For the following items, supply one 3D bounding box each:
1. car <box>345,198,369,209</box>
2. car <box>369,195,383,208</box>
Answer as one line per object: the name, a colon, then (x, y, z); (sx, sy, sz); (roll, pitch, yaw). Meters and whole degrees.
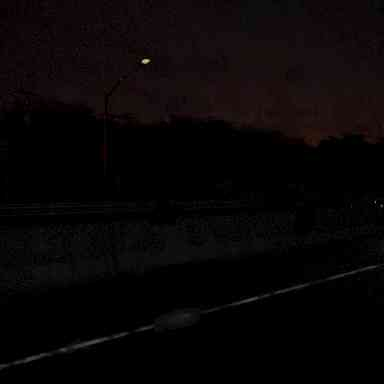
car: (20.238, 1.463, 39.926); (4.181, 1.385, 1.994); (0, 0, -35)
car: (22.606, 1.119, 37.321); (5.566, 2.045, 2.150); (0, 0, -35)
